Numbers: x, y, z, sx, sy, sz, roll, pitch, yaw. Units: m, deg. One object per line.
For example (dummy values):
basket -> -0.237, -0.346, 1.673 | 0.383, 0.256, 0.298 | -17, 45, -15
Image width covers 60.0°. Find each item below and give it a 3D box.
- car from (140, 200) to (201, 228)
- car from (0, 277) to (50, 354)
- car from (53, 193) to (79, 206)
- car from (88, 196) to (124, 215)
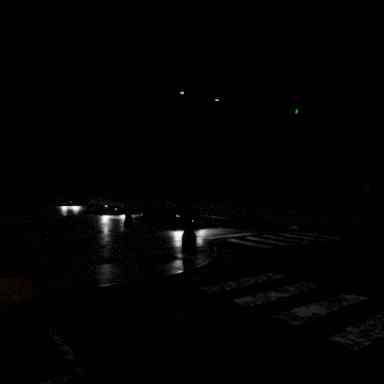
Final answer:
car -> -1.406, 1.227, 19.770 | 1.812, 1.442, 4.674 | 0, 1, -37
car -> -4.222, 1.525, 3.650 | 4.829, 1.417, 1.752 | 0, 0, -35
car -> -14.365, 0.861, 37.900 | 1.994, 1.385, 4.181 | 0, 1, -36
car -> -7.341, 1.038, 28.076 | 1.812, 1.442, 4.674 | 0, 1, -36
